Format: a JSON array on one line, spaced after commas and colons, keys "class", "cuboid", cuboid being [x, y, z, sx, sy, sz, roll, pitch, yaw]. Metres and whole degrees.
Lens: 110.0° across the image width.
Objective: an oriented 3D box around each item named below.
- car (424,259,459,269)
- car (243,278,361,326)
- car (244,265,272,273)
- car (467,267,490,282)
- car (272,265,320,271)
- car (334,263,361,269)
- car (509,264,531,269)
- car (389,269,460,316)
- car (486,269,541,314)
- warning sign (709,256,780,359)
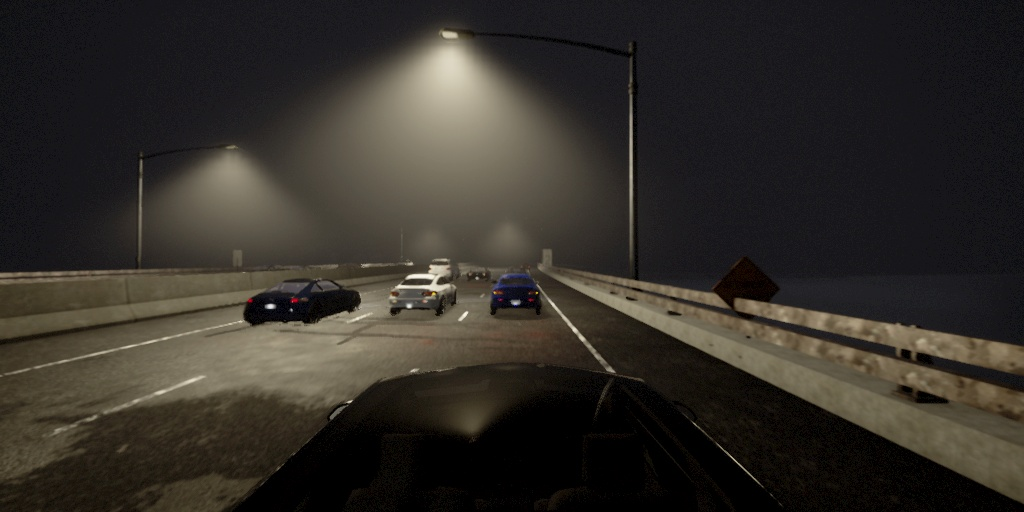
[{"class": "car", "cuboid": [-6.548, 1.358, 35.099, 2.150, 2.045, 5.566, 0, -1, 1]}, {"class": "car", "cuboid": [-6.870, 1.433, 12.232, 1.994, 1.385, 4.181, 0, -1, 1]}, {"class": "car", "cuboid": [-24.236, 1.636, 35.529, 2.128, 1.511, 4.902, 0, -1, 1]}, {"class": "car", "cuboid": [-3.063, 1.727, 34.318, 1.895, 1.301, 4.718, 0, -1, 1]}, {"class": "car", "cuboid": [-20.738, 1.633, 35.382, 2.128, 1.511, 4.902, 0, -1, 1]}, {"class": "car", "cuboid": [-17.195, 1.516, 37.254, 2.097, 1.767, 4.553, 0, -1, 1]}, {"class": "car", "cuboid": [0.369, 1.631, 30.819, 2.033, 1.411, 5.357, 0, -1, 1]}, {"class": "car", "cuboid": [-3.350, 1.414, 14.094, 1.812, 1.442, 4.674, 0, 0, 1]}, {"class": "car", "cuboid": [0.152, 1.418, 14.395, 1.812, 1.442, 4.674, 0, -1, 1]}, {"class": "warning sign", "cuboid": [4.560, 0.924, 6.960, 1.300, 1.860, 1.060, 0, 0, 0]}]
